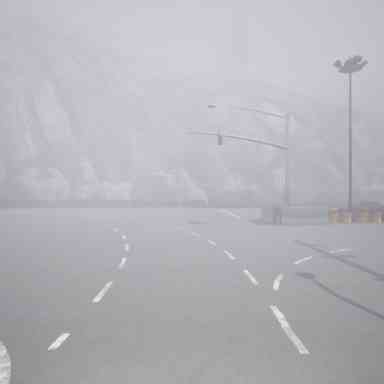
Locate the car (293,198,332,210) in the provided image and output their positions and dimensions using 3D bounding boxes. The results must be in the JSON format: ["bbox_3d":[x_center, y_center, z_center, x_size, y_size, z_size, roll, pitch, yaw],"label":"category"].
[{"bbox_3d":[15.299,1.462,41.041,5.357,1.411,2.033,0,0,-3],"label":"car"}]

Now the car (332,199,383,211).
[{"bbox_3d":[15.590,1.501,30.541,4.181,1.385,1.994,0,0,-3],"label":"car"}]
